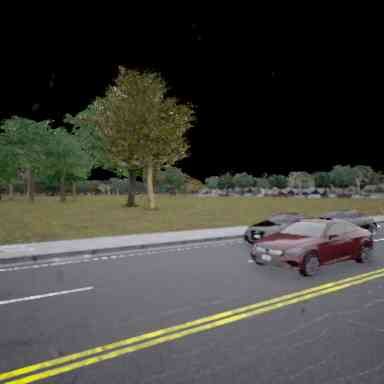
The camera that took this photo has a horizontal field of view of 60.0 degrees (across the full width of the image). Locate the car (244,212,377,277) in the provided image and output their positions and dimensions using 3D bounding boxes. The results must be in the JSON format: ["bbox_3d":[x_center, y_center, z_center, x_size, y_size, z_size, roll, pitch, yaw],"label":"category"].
[{"bbox_3d":[3.942,1.562,10.506,4.674,1.442,1.812,0,0,-36],"label":"car"}]

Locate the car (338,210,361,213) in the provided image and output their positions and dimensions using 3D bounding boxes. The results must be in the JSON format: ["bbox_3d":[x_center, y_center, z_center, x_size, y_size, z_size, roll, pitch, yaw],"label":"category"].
[{"bbox_3d":[7.764,1.627,17.234,4.181,1.385,1.994,0,0,-36],"label":"car"}]

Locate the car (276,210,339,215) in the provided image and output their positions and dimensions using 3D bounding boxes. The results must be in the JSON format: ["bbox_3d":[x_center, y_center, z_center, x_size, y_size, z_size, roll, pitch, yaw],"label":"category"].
[{"bbox_3d":[4.261,1.617,14.629,4.181,1.385,1.994,0,0,-36],"label":"car"}]
